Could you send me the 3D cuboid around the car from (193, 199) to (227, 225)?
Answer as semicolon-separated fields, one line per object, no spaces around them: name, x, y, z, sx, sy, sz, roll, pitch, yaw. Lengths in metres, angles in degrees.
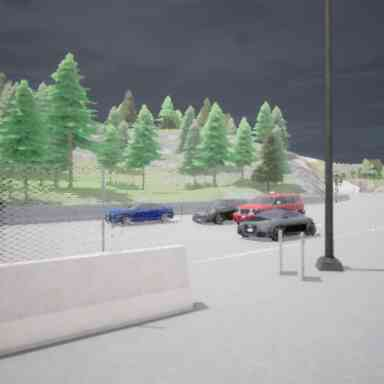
car;2.221;1.280;23.519;4.553;1.767;2.097;-1;0;-40

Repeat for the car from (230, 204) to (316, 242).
car;4.156;1.503;16.098;4.181;1.385;1.994;0;0;-39

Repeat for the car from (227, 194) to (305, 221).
car;5.127;1.131;21.370;5.566;2.045;2.150;0;0;-41
